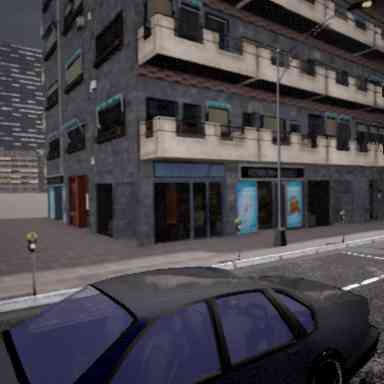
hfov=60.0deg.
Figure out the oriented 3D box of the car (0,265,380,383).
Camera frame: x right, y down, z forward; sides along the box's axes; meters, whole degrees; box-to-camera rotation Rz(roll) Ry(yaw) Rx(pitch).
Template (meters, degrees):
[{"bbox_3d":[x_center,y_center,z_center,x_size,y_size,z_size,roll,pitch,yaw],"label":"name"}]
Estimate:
[{"bbox_3d":[-0.302,1.539,3.161,5.357,1.411,2.033,0,0,-35],"label":"car"}]
